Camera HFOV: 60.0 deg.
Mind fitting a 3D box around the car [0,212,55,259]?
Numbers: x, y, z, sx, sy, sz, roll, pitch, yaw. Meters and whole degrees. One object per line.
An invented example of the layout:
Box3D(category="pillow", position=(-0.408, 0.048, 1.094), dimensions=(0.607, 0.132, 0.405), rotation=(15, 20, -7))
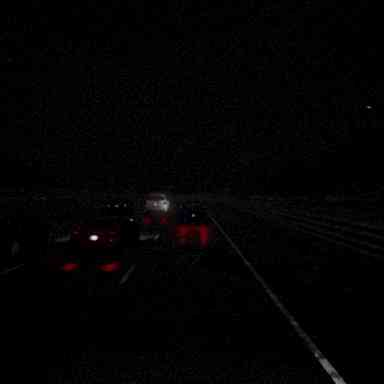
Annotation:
Box3D(category="car", position=(-6.903, 1.505, 12.605), dimensions=(1.837, 1.490, 4.892), rotation=(0, 0, 0))

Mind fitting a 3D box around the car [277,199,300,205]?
Box3D(category="car", position=(15.136, 1.350, 52.378), dimensions=(1.812, 1.442, 4.674), rotation=(0, -1, -18))

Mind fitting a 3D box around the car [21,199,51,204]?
Box3D(category="car", position=(-17.599, 1.547, 38.863), dimensions=(1.994, 1.385, 4.181), rotation=(0, 0, 0))

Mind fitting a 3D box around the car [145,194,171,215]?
Box3D(category="car", position=(-3.420, 1.210, 33.862), dimensions=(2.150, 2.045, 5.566), rotation=(0, 0, 0))

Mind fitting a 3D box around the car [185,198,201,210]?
Box3D(category="car", position=(0.090, 1.544, 42.909), dimensions=(1.994, 1.385, 4.181), rotation=(0, 0, 0))

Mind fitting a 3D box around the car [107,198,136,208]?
Box3D(category="car", position=(-6.908, 1.341, 32.775), dimensions=(2.097, 1.767, 4.553), rotation=(0, 0, 0))

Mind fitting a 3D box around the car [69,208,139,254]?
Box3D(category="car", position=(-3.404, 1.563, 13.571), dimensions=(1.994, 1.385, 4.181), rotation=(0, 0, 0))

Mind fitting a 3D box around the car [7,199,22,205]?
Box3D(category="car", position=(-21.099, 1.582, 41.646), dimensions=(1.895, 1.301, 4.718), rotation=(0, 0, 0))

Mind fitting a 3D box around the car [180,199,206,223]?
Box3D(category="car", position=(0.093, 1.472, 25.614), dimensions=(1.882, 1.535, 5.008), rotation=(0, 0, 0))
